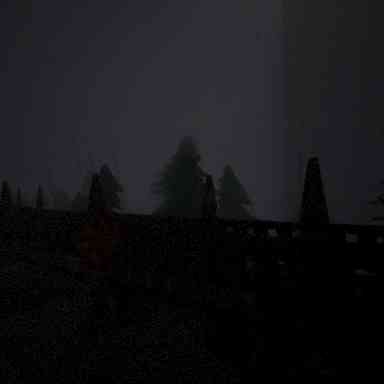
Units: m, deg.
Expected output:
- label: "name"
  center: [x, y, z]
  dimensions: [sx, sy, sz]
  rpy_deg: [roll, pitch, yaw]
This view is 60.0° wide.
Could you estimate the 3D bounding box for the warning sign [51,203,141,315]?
- label: "warning sign"
  center: [-1.853, 1.170, 6.499]
  dimensions: [1.060, 1.860, 1.300]
  rpy_deg: [-1, 0, 38]
